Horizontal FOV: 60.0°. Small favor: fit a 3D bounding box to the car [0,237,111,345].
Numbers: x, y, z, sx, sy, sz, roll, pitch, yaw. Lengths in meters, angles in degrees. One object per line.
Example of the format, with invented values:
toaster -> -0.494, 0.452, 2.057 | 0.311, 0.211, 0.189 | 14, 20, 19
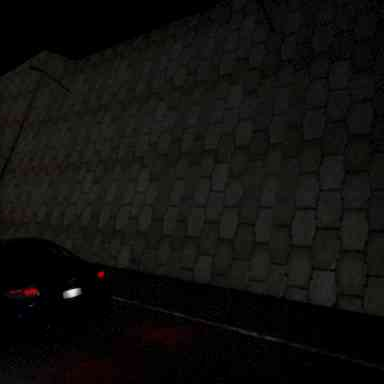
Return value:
car -> -3.554, 1.607, 6.503 | 4.181, 1.385, 1.994 | 0, 0, 35
